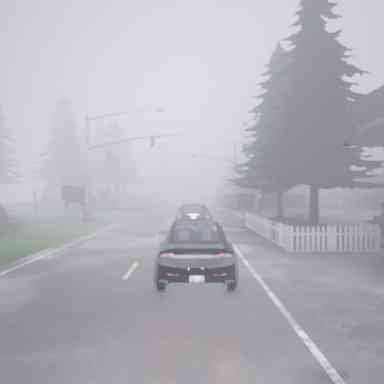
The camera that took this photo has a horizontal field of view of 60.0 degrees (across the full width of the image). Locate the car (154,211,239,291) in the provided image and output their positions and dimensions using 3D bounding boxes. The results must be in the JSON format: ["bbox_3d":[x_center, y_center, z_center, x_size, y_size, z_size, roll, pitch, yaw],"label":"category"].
[{"bbox_3d":[0.093,1.507,9.005,2.128,1.511,4.902,0,0,0],"label":"car"}]

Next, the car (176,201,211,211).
[{"bbox_3d":[0.084,1.384,20.337,2.097,1.767,4.553,0,0,0],"label":"car"}]

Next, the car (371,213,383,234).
[{"bbox_3d":[11.015,1.340,16.980,1.905,1.878,3.866,0,0,-1],"label":"car"}]
